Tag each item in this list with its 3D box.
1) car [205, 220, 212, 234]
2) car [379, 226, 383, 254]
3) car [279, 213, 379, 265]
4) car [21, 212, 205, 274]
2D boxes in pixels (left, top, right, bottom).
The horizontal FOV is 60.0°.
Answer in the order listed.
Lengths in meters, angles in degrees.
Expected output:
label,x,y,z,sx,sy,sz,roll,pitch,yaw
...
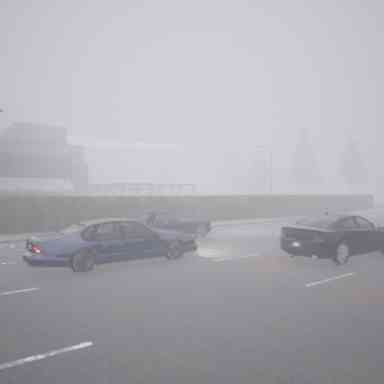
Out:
label,x,y,z,sx,sy,sz,roll,pitch,yaw
car,-1.359,1.604,15.679,4.718,1.301,1.895,0,0,-36
car,7.278,1.482,8.944,5.008,1.535,1.882,0,0,-36
car,5.250,1.482,11.794,5.008,1.535,1.882,0,0,-36
car,-2.415,1.549,10.624,5.357,1.411,2.033,0,0,-36
